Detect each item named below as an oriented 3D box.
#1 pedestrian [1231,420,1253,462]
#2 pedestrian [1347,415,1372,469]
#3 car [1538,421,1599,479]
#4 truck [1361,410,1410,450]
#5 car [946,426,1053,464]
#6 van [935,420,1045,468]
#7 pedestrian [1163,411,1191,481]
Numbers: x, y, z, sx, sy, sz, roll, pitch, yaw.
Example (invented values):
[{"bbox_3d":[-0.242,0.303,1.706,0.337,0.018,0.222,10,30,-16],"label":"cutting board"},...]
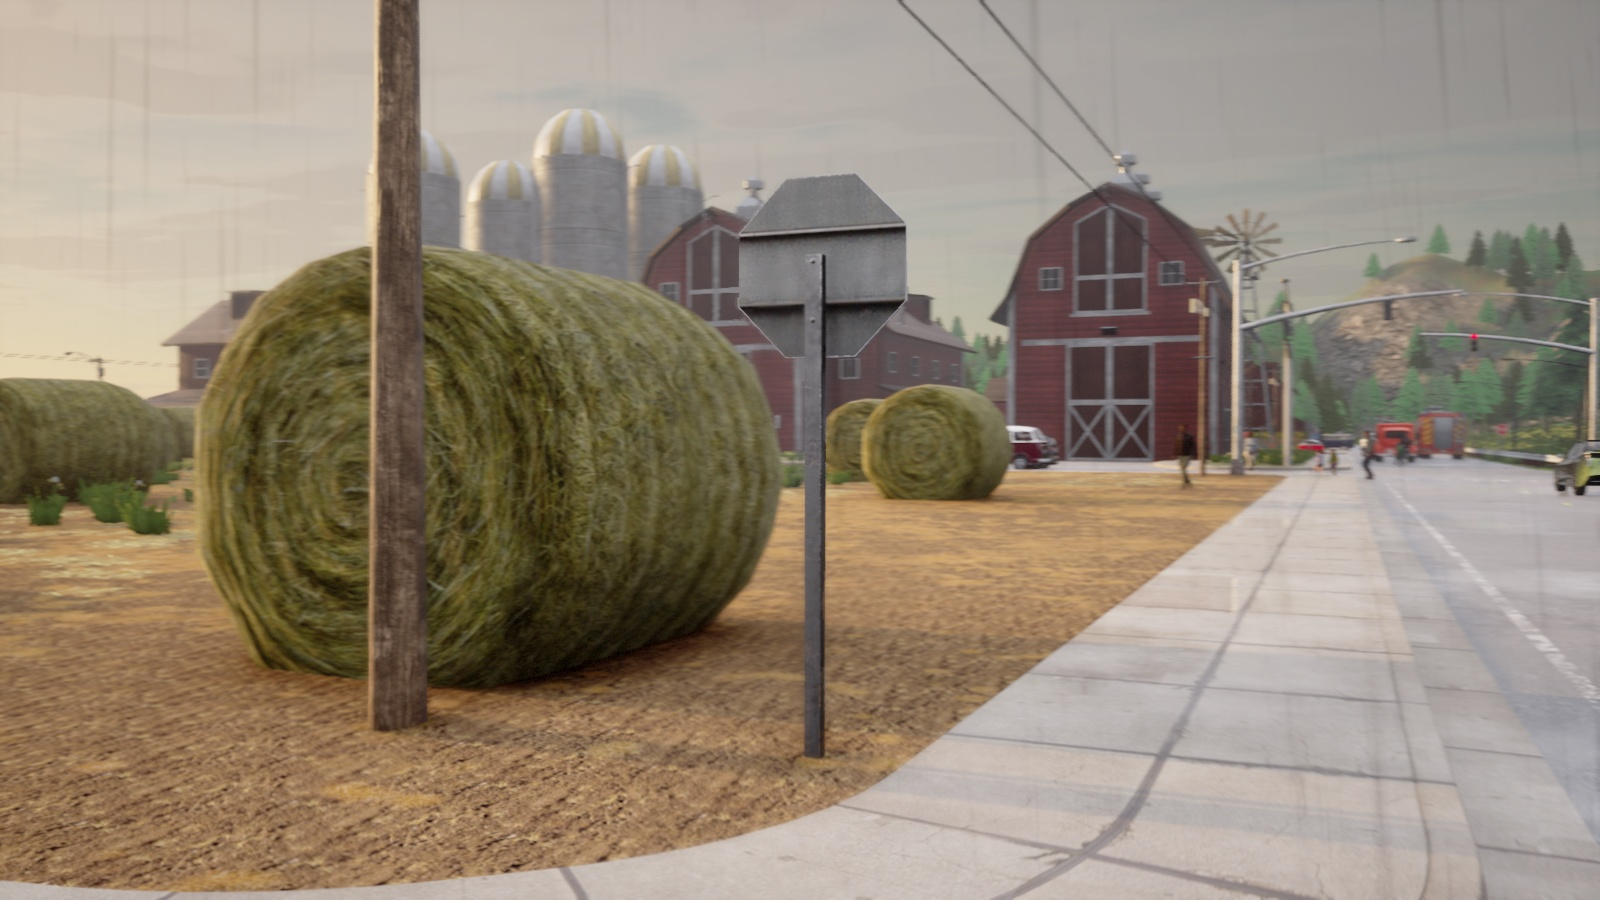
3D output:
[{"bbox_3d":[19.918,-0.418,56.590,0.874,1.855,0.900,-1,1,21],"label":"pedestrian"},{"bbox_3d":[20.442,-0.291,45.873,0.788,1.949,0.423,-1,1,23],"label":"pedestrian"},{"bbox_3d":[22.083,-0.051,35.020,2.007,1.525,4.514,-1,1,23],"label":"car"},{"bbox_3d":[37.626,-1.293,80.791,2.627,2.467,5.204,-1,1,23],"label":"truck"},{"bbox_3d":[9.511,-0.227,59.696,4.611,1.667,2.242,-1,1,22],"label":"car"},{"bbox_3d":[8.534,-0.275,56.314,4.480,2.038,2.069,-1,1,22],"label":"van"},{"bbox_3d":[9.975,-0.104,33.231,0.431,1.840,0.703,-1,1,40],"label":"pedestrian"}]
